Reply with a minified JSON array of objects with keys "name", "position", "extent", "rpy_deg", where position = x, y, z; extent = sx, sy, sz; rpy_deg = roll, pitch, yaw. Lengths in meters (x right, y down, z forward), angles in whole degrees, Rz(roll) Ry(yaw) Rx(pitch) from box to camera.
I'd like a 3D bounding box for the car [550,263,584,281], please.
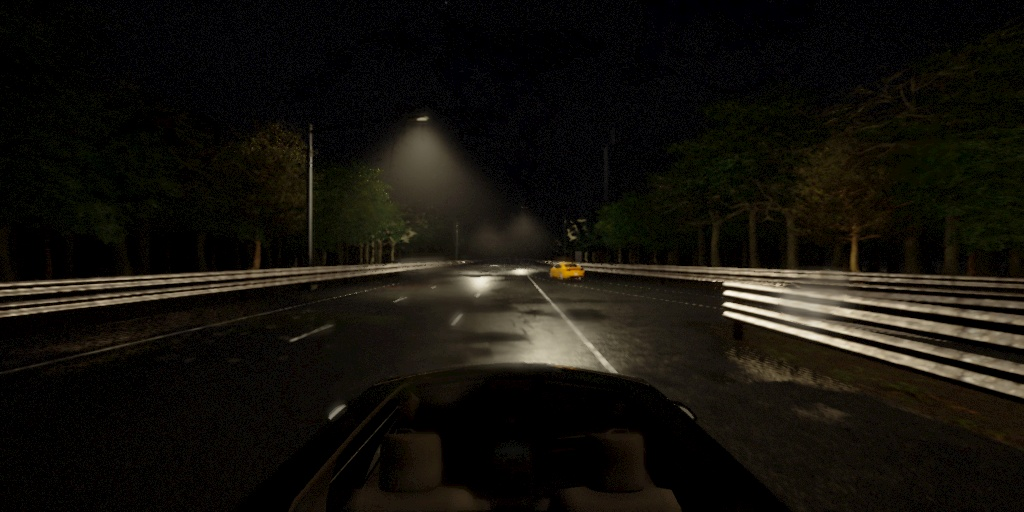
[{"name":"car","position":[4.916,1.381,32.499],"extent":[1.882,1.535,5.008],"rpy_deg":[0,0,-10]}]
